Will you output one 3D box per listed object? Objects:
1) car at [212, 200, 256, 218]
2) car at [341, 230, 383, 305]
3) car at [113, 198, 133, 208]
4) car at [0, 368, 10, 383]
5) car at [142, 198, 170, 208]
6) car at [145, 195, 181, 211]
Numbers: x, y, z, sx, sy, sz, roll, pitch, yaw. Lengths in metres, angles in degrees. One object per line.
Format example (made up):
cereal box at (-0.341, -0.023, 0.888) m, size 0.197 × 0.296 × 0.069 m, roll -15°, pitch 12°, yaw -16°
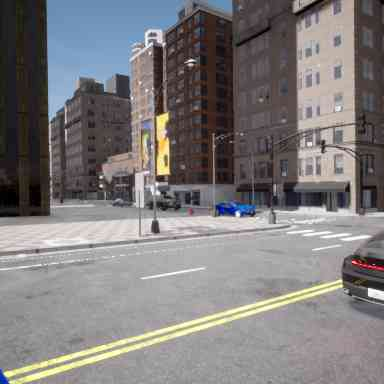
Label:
car at (3.994, 1.577, 31.989) m, size 1.882 × 1.535 × 5.008 m, roll -1°, pitch 0°, yaw -34°
car at (5.135, 1.504, 7.103) m, size 4.892 × 1.490 × 1.837 m, roll 0°, pitch 0°, yaw -36°
car at (-11.264, 1.718, 53.731) m, size 1.812 × 1.442 × 4.674 m, roll -1°, pitch 1°, yaw -35°
car at (-3.362, 1.478, 1.044) m, size 5.008 × 1.535 × 1.882 m, roll 0°, pitch 0°, yaw -35°
car at (-5.626, 1.666, 51.223) m, size 2.033 × 1.411 × 5.357 m, roll -1°, pitch 0°, yaw -35°
car at (-3.632, 1.368, 42.821) m, size 2.150 × 2.045 × 5.566 m, roll -1°, pitch 0°, yaw -35°
